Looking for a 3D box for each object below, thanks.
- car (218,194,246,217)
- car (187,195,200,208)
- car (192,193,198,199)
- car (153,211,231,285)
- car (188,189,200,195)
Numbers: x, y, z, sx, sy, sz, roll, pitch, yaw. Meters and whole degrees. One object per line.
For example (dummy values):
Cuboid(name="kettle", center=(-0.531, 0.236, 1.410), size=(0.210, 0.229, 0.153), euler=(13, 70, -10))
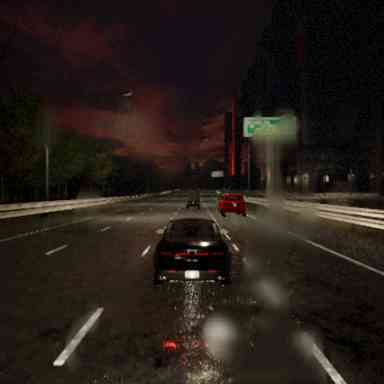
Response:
Cuboid(name="car", center=(3.682, 1.184, 31.239), size=(2.150, 2.045, 5.566), euler=(0, 0, 0))
Cuboid(name="car", center=(0.186, 1.462, 45.138), size=(2.033, 1.411, 5.357), euler=(0, 0, 1))
Cuboid(name="car", center=(0.856, 1.055, 93.070), size=(1.812, 1.442, 4.674), euler=(0, 1, 1))
Cuboid(name="car", center=(0.004, 1.503, 9.481), size=(1.837, 1.490, 4.892), euler=(0, 0, 0))
Cuboid(name="car", center=(0.389, 1.027, 63.709), size=(2.150, 2.045, 5.566), euler=(0, 0, 1))
